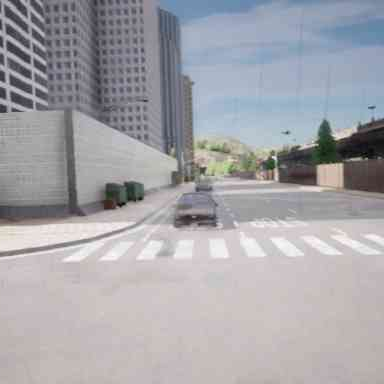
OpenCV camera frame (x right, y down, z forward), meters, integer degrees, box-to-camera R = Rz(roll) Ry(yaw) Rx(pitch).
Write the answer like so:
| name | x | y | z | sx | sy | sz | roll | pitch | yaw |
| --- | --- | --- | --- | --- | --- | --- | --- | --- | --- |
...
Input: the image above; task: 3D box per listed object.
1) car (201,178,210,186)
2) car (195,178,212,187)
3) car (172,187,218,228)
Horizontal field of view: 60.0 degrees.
| name | x | y | z | sx | sy | sz | roll | pitch | yaw |
| --- | --- | --- | --- | --- | --- | --- | --- | --- | --- |
| car | 2.810 | -2.052 | 69.524 | 1.837 | 1.490 | 4.892 | -2 | 3 | 3 |
| car | 1.498 | -0.872 | 42.459 | 2.097 | 1.767 | 4.553 | -2 | 2 | 3 |
| car | 0.199 | 0.742 | 15.592 | 2.033 | 1.411 | 5.357 | -2 | 3 | 3 |
